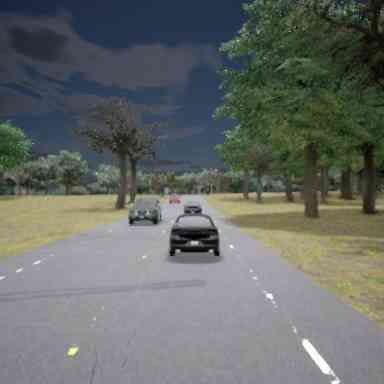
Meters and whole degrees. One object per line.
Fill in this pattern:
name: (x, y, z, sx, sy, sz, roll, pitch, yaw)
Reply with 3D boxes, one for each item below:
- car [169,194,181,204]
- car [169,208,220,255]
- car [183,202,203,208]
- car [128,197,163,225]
car: (-3.515, 1.357, 67.723, 2.150, 2.045, 5.566, 0, 1, 0)
car: (0.093, 1.652, 14.098, 1.882, 1.535, 5.008, 0, 0, 0)
car: (0.092, 1.774, 34.902, 1.837, 1.490, 4.892, 0, 0, 0)
car: (-3.603, 1.467, 26.609, 2.150, 2.045, 5.566, 0, 0, 0)
